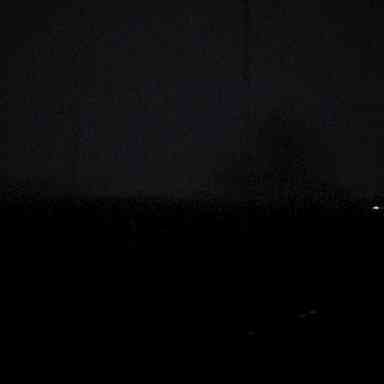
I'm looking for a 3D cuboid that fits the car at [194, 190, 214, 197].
[{"bbox_3d":[2.644,0.355,72.249,2.033,1.411,5.357,-1,2,-35],"label":"car"}]

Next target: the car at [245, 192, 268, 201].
[{"bbox_3d":[11.542,0.769,59.762,1.812,1.442,4.674,-1,2,-35],"label":"car"}]

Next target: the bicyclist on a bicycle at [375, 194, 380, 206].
[{"bbox_3d":[25.516,1.114,45.531,1.656,1.620,0.582,0,1,-35],"label":"bicyclist on a bicycle"}]
